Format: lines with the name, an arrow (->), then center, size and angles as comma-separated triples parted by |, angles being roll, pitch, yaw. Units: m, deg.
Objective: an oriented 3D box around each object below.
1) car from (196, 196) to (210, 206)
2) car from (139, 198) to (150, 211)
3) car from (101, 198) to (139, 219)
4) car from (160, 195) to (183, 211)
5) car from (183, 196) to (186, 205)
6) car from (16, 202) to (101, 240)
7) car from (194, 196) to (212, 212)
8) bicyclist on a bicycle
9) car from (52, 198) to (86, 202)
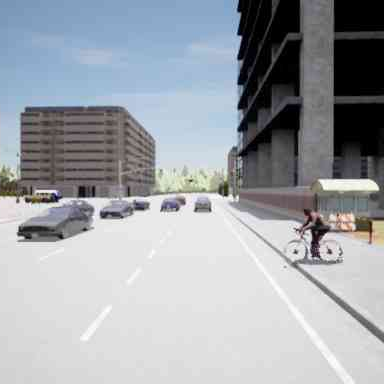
car -> 1.611, 1.277, 49.208 | 1.994, 1.385, 4.181 | 0, 0, 2
car -> -5.871, 1.383, 36.688 | 1.895, 1.301, 4.718 | 0, 0, 2
car -> -6.139, 1.425, 27.798 | 2.033, 1.411, 5.357 | 0, 0, 2
car -> -2.299, 1.312, 36.279 | 1.812, 1.442, 4.674 | 0, 0, 2
car -> -1.850, 1.230, 50.466 | 1.812, 1.442, 4.674 | 0, 0, 2
car -> -6.597, 1.446, 16.797 | 2.033, 1.411, 5.357 | 0, 0, 2
car -> 1.185, 1.338, 35.815 | 2.033, 1.411, 5.357 | 0, 0, 2
bicyclist on a bicycle -> 3.441, 1.247, 9.475 | 1.656, 1.620, 0.582 | 0, 0, 2
car -> -9.638, 1.425, 27.911 | 1.994, 1.385, 4.181 | 0, 0, 2
